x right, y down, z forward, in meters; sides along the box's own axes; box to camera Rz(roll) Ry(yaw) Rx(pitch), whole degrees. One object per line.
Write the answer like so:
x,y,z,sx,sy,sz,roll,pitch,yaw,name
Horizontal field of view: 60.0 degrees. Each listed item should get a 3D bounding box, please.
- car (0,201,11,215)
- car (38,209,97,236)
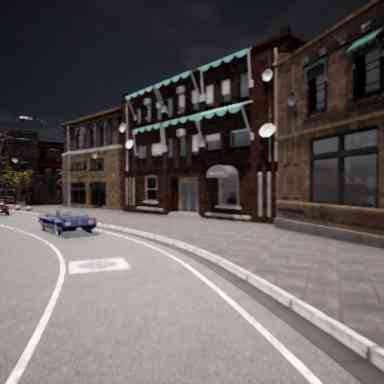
-19.583,1.578,33.000,1.812,1.442,4.674,-2,1,-43,car
-7.139,1.618,18.719,1.895,1.301,4.718,-1,1,-39,car
